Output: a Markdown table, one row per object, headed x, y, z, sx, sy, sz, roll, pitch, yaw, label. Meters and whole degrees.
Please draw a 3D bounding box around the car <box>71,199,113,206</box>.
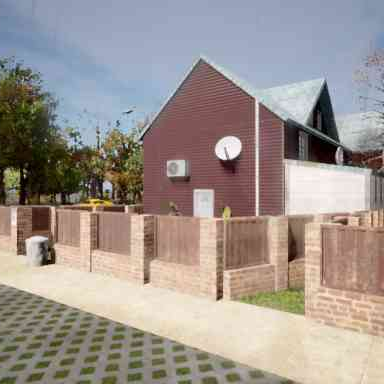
| x | y | z | sx | sy | sz | roll | pitch | yaw | label |
| --- | --- | --- | --- | --- | --- | --- | --- | --- | --- |
| -10.856 | 1.570 | 36.090 | 1.882 | 1.535 | 5.008 | 0 | 0 | 36 | car |
